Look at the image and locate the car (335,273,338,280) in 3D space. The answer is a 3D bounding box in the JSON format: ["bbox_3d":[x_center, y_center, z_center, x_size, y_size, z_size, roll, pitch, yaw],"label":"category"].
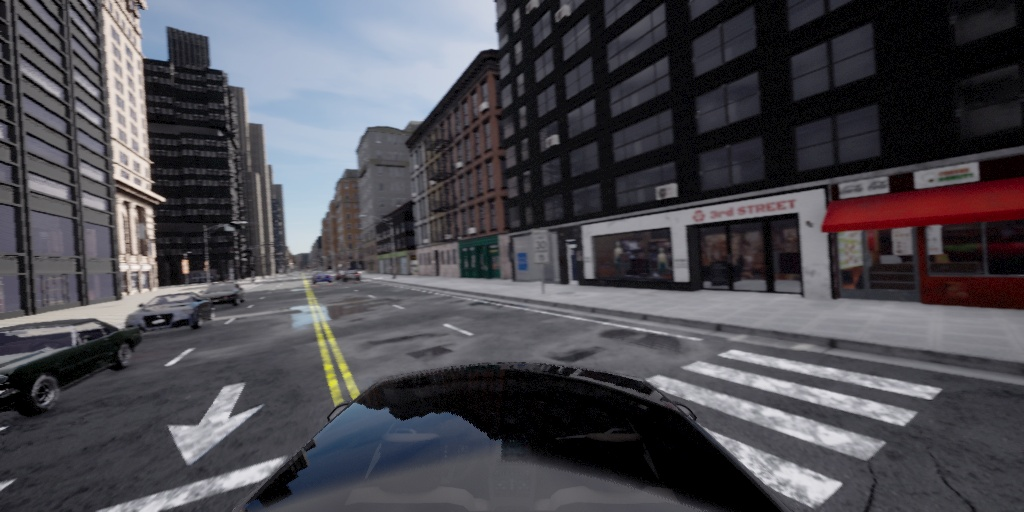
[{"bbox_3d":[-26.094,2.962,55.461,1.812,1.442,4.674,-4,0,-30],"label":"car"}]

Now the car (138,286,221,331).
[{"bbox_3d":[-13.560,2.212,14.429,1.994,1.385,4.181,-4,0,-31],"label":"car"}]

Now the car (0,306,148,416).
[{"bbox_3d":[-8.974,1.949,6.596,1.895,1.301,4.718,-4,0,-30],"label":"car"}]

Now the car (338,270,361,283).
[{"bbox_3d":[-20.858,2.589,46.526,2.128,1.511,4.902,-4,0,-31],"label":"car"}]

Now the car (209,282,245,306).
[{"bbox_3d":[-18.813,2.495,23.402,1.837,1.490,4.892,-4,0,-30],"label":"car"}]

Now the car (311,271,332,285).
[{"bbox_3d":[-24.850,2.716,46.901,2.097,1.767,4.553,-4,0,-31],"label":"car"}]
